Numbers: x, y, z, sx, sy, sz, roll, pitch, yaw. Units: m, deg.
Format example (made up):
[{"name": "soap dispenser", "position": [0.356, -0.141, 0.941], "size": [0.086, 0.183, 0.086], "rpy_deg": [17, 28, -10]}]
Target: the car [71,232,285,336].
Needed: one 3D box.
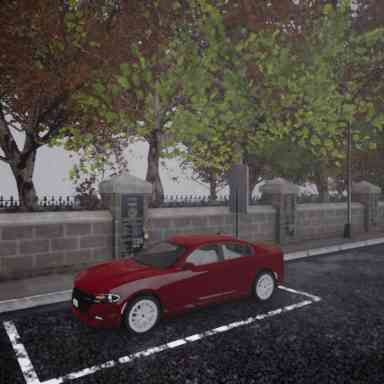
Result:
[{"name": "car", "position": [-0.052, 1.544, 6.681], "size": [4.507, 1.381, 1.887], "rpy_deg": [0, 0, -36]}]
